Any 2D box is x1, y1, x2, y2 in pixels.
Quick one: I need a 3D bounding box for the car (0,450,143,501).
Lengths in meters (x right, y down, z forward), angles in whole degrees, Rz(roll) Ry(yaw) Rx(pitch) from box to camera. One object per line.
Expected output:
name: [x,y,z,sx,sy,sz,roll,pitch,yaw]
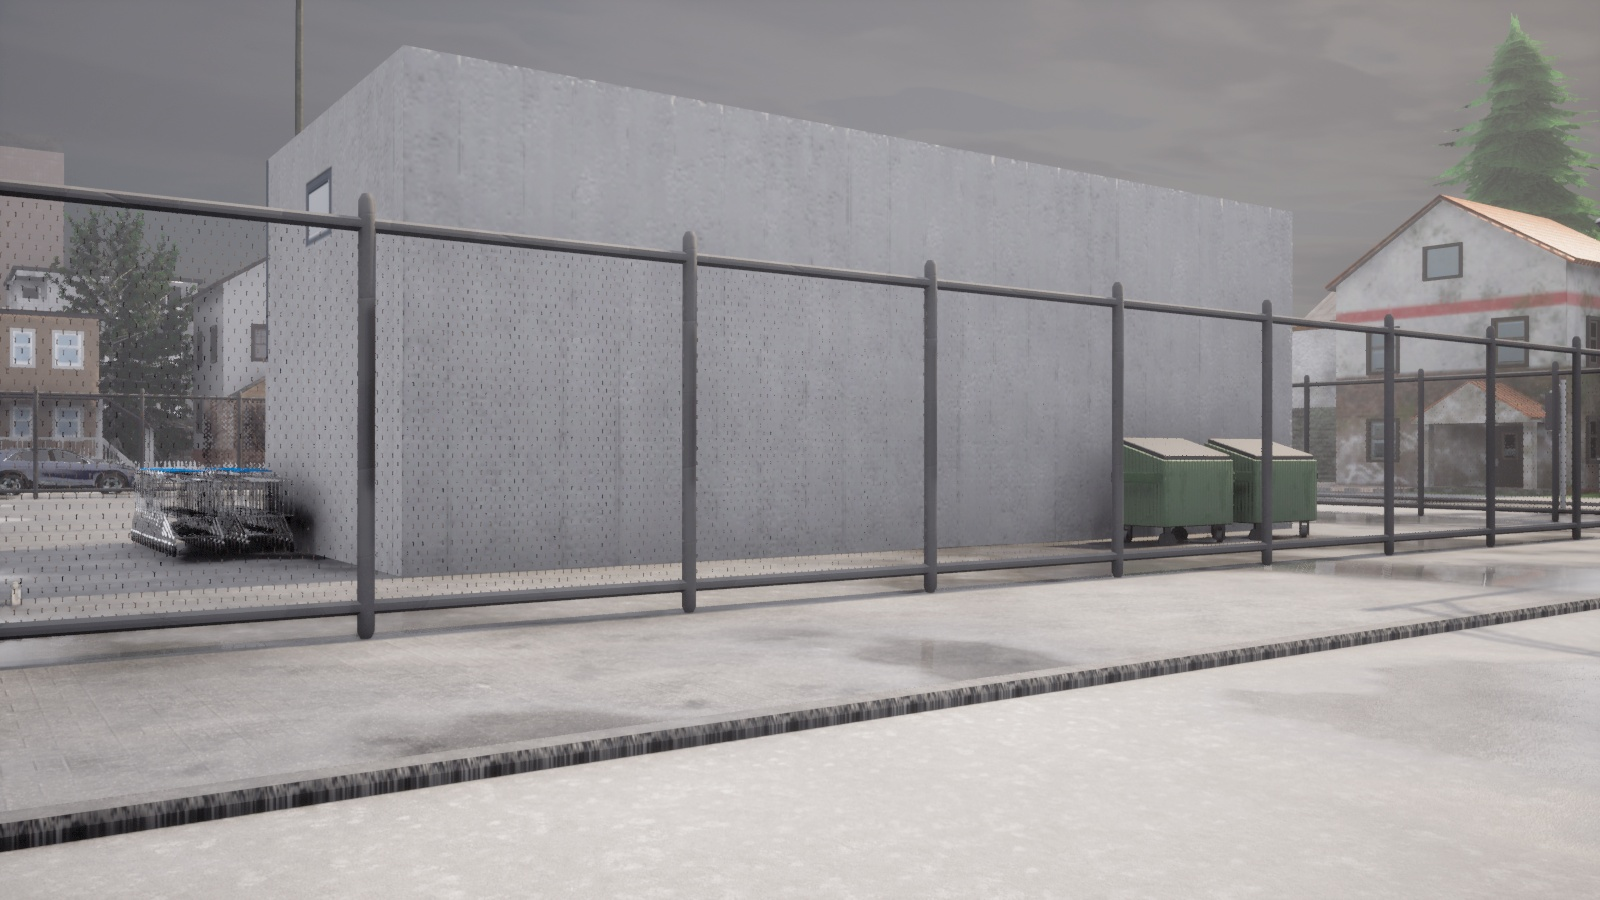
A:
car: [-24.908,0.831,42.177,4.856,1.649,2.033,0,0,-34]
